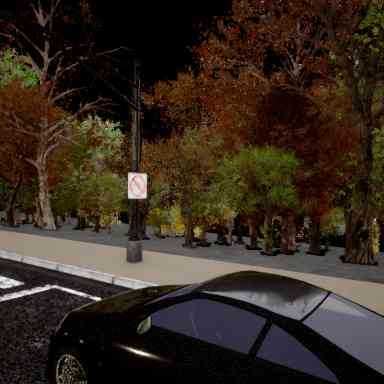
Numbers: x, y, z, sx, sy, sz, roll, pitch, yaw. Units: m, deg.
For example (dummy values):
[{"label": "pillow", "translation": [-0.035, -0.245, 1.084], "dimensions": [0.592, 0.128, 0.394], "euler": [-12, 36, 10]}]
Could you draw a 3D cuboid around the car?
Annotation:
[{"label": "car", "translation": [0.374, 1.564, 3.420], "dimensions": [4.181, 1.385, 1.994], "euler": [0, 0, 36]}]
